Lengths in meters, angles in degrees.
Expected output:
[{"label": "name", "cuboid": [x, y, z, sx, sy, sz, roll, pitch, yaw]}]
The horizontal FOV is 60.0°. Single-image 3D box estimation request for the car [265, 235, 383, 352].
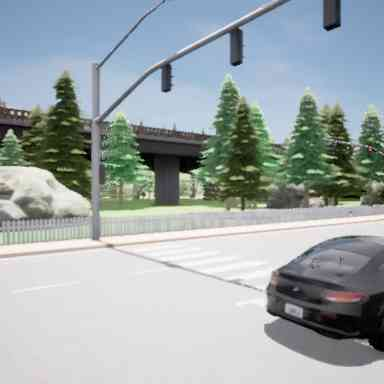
[{"label": "car", "cuboid": [3.349, 1.533, 6.113, 4.674, 1.442, 1.812, 0, 0, -35]}]
